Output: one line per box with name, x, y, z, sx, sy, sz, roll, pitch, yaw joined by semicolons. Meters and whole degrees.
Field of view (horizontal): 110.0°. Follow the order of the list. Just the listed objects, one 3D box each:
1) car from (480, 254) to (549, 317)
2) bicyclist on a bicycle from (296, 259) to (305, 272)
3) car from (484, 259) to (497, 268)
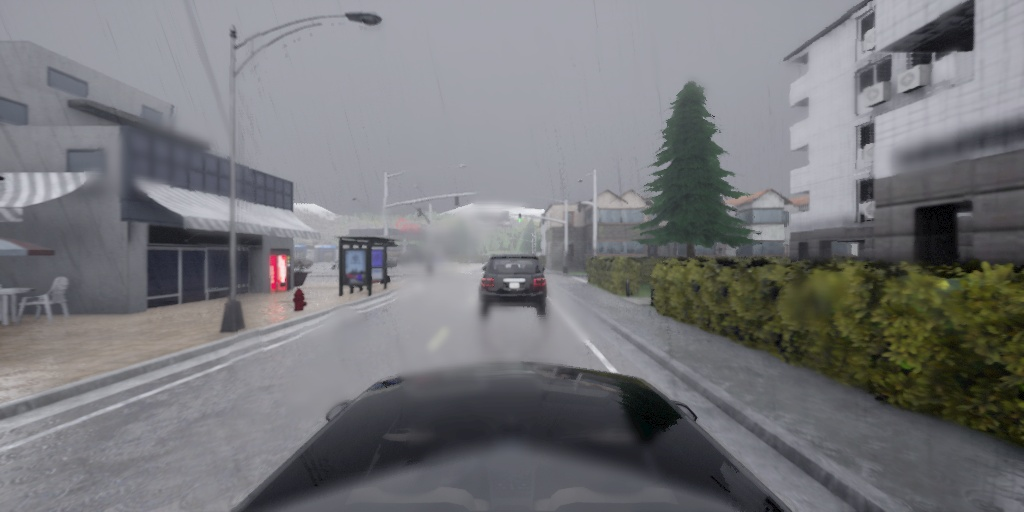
car;0.062;0.949;13.158;2.150;2.045;5.566;0;0;0
bicyclist on a bicycle;-22.202;1.159;37.651;0.582;1.620;1.656;0;0;0
car;-3.530;1.240;59.067;1.895;1.301;4.718;0;0;1
